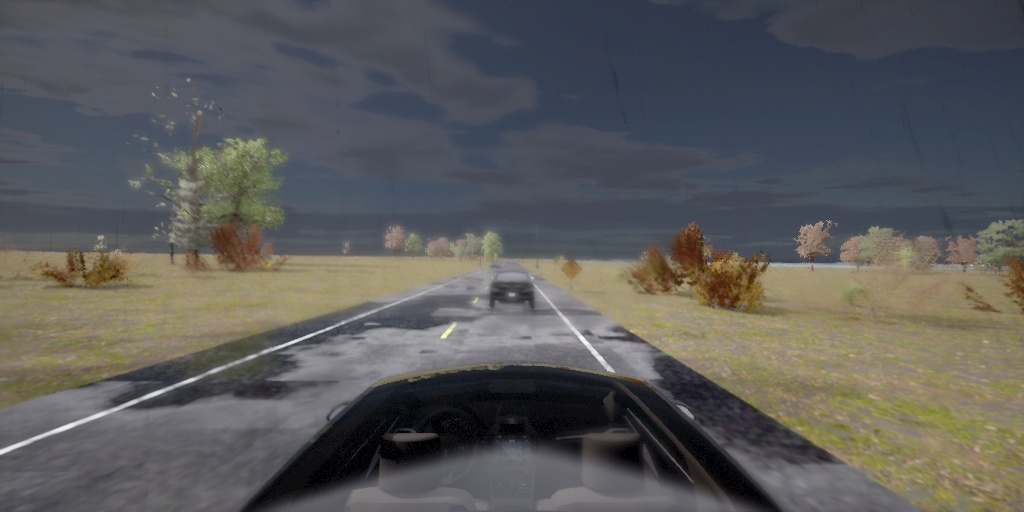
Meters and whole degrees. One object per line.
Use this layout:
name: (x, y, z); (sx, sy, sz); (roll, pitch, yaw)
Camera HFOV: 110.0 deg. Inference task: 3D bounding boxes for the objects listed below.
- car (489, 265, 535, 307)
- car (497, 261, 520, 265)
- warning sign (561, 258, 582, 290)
car: (0.013, 1.366, 16.340); (1.882, 1.535, 5.008); (0, 0, 0)
car: (0.017, 1.378, 30.931); (2.097, 1.767, 4.553); (0, -1, 0)
warning sign: (3.559, 1.052, 21.411); (1.300, 1.860, 1.060); (0, 0, 0)
